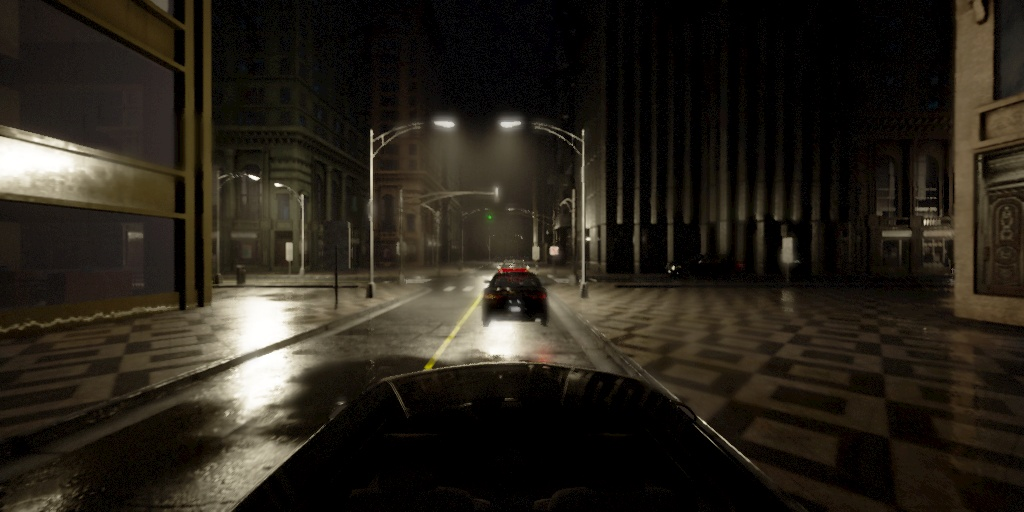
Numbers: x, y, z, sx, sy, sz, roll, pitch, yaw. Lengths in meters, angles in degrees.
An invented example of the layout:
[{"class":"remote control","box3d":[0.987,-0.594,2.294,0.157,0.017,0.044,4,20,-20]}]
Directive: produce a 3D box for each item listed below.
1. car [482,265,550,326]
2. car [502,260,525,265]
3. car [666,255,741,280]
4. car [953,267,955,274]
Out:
[{"class":"car","box3d":[0.100,1.218,11.709,1.882,1.535,5.008,0,0,0]},{"class":"car","box3d":[0.099,1.073,23.636,2.097,1.767,4.553,0,0,0]},{"class":"car","box3d":[15.705,0.913,29.468,5.566,2.045,2.150,0,0,0]},{"class":"car","box3d":[39.913,0.889,29.422,5.566,2.045,2.150,0,0,0]}]
